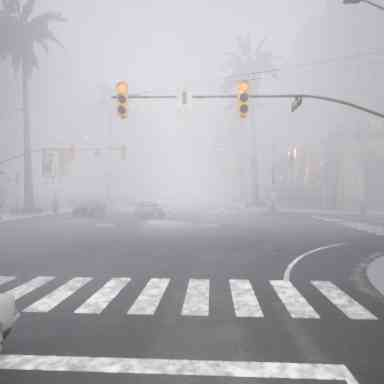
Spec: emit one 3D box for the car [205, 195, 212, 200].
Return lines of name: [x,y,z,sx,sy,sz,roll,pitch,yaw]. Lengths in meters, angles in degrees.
car: [4.441,1.430,88.180,1.837,1.490,4.892,0,0,2]

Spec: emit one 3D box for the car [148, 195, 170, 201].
car: [-4.664,1.493,47.992,1.812,1.442,4.674,0,0,3]

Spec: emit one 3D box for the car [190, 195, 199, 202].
car: [0.513,1.485,77.923,2.033,1.411,5.357,0,0,2]

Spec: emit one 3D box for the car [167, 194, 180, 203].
car: [-3.472,1.500,68.858,2.033,1.411,5.357,0,0,3]

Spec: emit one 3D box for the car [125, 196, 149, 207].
car: [-8.118,1.530,48.924,1.994,1.385,4.181,0,0,3]

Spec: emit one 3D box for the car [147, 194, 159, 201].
car: [-9.447,1.298,81.472,2.185,1.767,4.553,0,0,2]

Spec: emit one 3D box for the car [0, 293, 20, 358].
car: [-3.436,1.599,2.542,1.895,1.301,4.718,0,0,3]

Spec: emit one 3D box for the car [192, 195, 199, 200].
car: [0.945,1.526,88.354,1.895,1.301,4.718,0,0,2]

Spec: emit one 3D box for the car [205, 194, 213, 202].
car: [4.007,1.483,77.721,2.033,1.411,5.357,0,0,2]

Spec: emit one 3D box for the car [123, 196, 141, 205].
car: [-10.662,1.472,59.574,2.161,1.482,4.786,0,0,2]

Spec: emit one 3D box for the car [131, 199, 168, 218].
car: [-3.843,1.580,29.930,1.895,1.301,4.718,0,0,-21]

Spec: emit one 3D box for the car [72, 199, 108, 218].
car: [-9.110,1.457,30.032,1.882,1.535,5.008,0,0,3]
